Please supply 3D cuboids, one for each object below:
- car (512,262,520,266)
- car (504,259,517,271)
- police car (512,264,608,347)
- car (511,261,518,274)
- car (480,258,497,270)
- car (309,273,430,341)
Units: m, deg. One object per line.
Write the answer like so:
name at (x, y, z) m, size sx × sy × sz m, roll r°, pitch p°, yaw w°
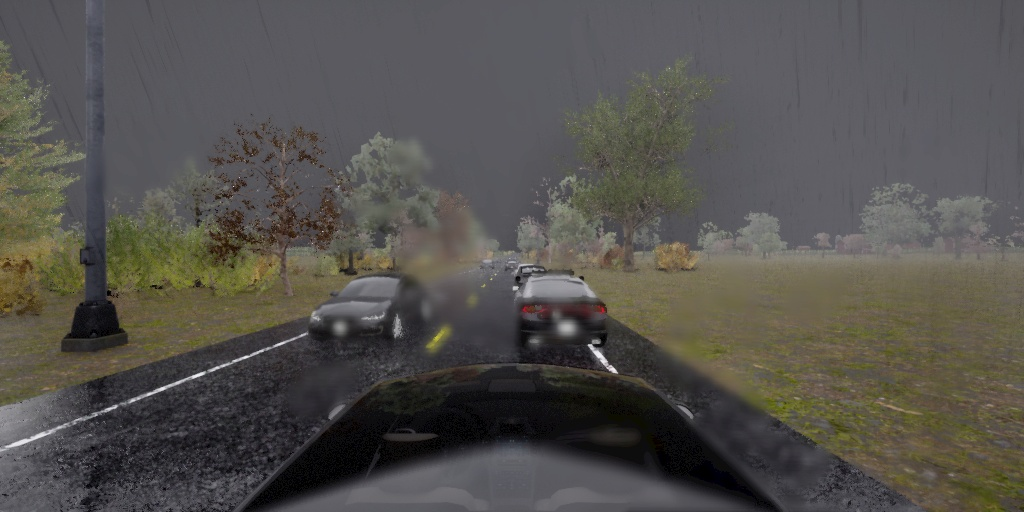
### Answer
car at (1.050, 1.248, 19.321) m, size 1.837 × 1.490 × 4.892 m, roll 0°, pitch 0°, yaw 0°
car at (0.036, 1.238, 47.434) m, size 1.812 × 1.442 × 4.674 m, roll 0°, pitch 0°, yaw 1°
police car at (1.050, 1.173, 9.430) m, size 1.930 × 1.638 × 5.238 m, roll 0°, pitch 0°, yaw 0°
car at (1.051, 1.265, 25.322) m, size 1.812 × 1.442 × 4.674 m, roll 0°, pitch 0°, yaw 0°
car at (-3.593, 1.228, 52.852) m, size 1.812 × 1.442 × 4.674 m, roll 0°, pitch 0°, yaw 0°
car at (-3.600, 1.252, 9.939) m, size 1.837 × 1.490 × 4.892 m, roll 0°, pitch 0°, yaw 0°
